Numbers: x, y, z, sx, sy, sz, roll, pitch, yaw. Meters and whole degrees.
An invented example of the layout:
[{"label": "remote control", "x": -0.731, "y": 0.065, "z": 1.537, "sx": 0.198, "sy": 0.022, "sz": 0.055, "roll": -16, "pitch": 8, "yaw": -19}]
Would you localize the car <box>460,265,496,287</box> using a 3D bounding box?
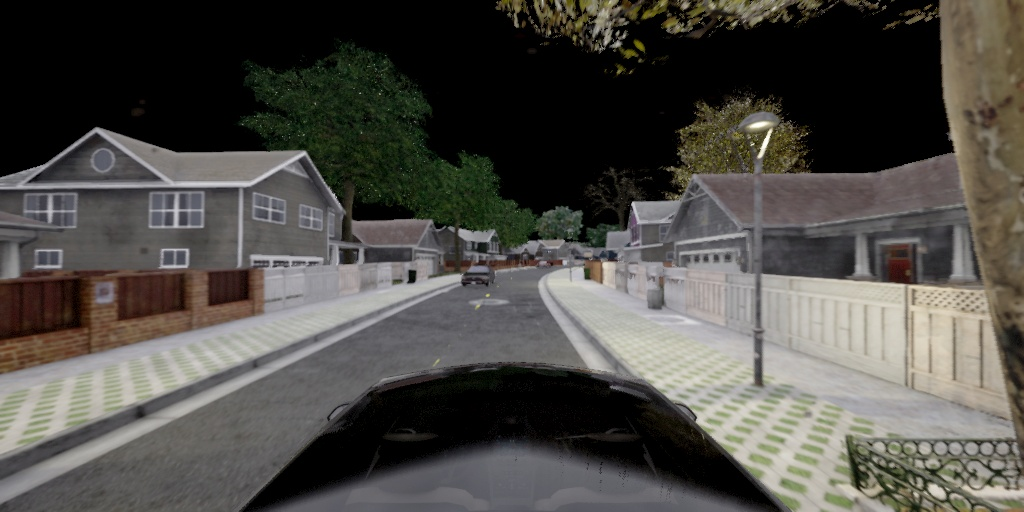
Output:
[{"label": "car", "x": -2.277, "y": 1.369, "z": 25.612, "sx": 2.033, "sy": 1.411, "sz": 5.357, "roll": 0, "pitch": 0, "yaw": 4}]
